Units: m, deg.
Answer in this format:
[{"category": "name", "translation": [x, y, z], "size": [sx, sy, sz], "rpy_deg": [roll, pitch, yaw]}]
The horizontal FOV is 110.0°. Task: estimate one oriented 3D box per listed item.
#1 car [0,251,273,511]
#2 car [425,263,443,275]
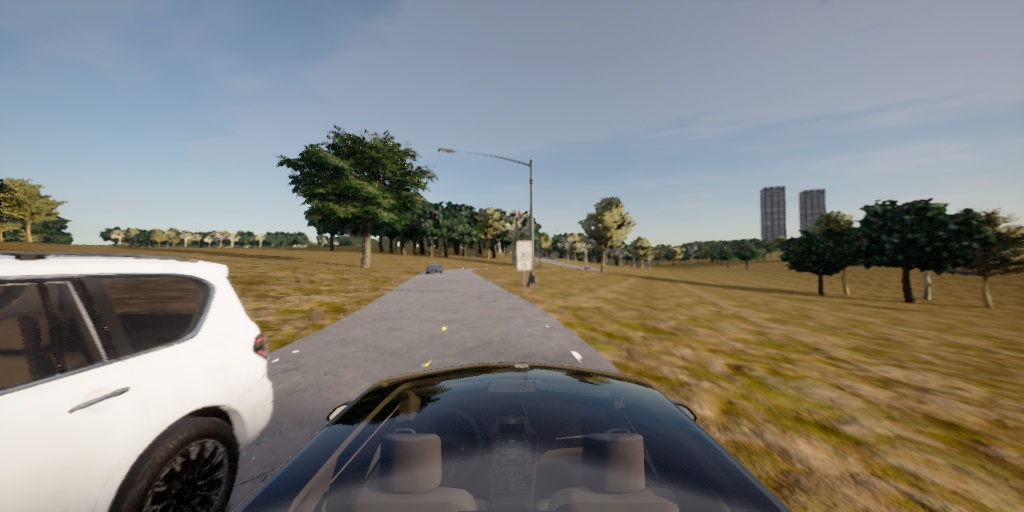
[{"category": "car", "translation": [-3.199, 0.985, 0.869], "size": [2.150, 2.045, 5.566], "rpy_deg": [0, -1, 0]}, {"category": "car", "translation": [-9.480, 1.558, 44.001], "size": [1.994, 1.385, 4.181], "rpy_deg": [0, 0, -10]}]
